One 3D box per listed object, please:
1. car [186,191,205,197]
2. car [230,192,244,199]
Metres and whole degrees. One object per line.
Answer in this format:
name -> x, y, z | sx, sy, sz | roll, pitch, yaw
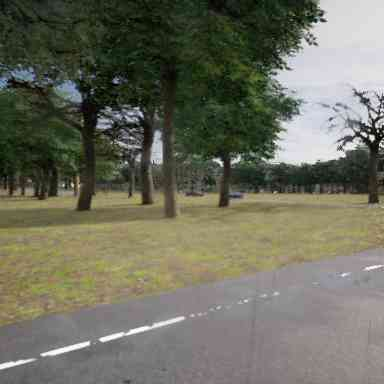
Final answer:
car -> 0.739, 0.437, 73.626 | 2.033, 1.411, 5.357 | 2, -1, -36
car -> 8.003, 0.661, 63.547 | 1.812, 1.442, 4.674 | 2, 0, -36
